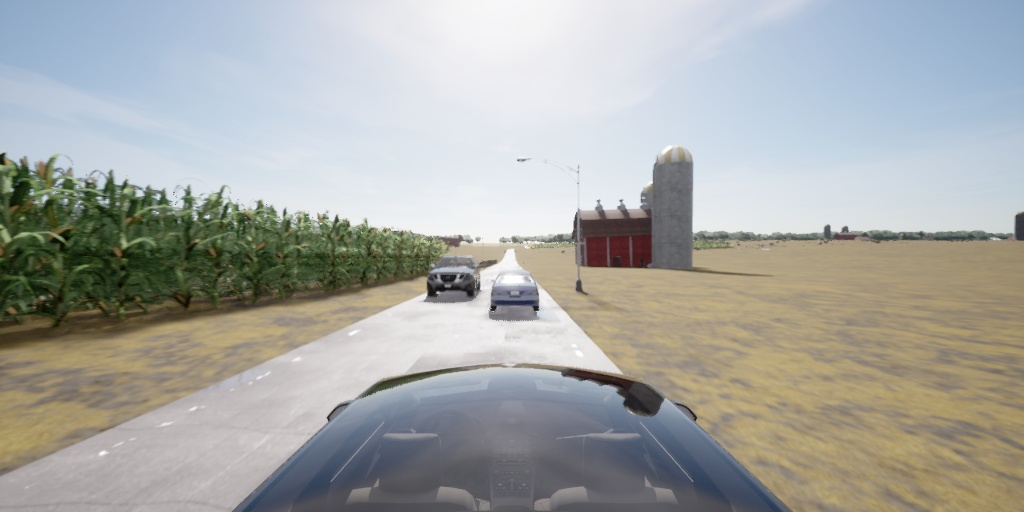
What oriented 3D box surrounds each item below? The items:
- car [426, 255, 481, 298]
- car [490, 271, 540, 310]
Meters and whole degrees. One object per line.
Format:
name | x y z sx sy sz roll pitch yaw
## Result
car | -2.842 0.973 18.658 2.150 2.045 5.566 0 0 0
car | 0.103 1.296 14.596 2.033 1.411 5.357 0 0 0
